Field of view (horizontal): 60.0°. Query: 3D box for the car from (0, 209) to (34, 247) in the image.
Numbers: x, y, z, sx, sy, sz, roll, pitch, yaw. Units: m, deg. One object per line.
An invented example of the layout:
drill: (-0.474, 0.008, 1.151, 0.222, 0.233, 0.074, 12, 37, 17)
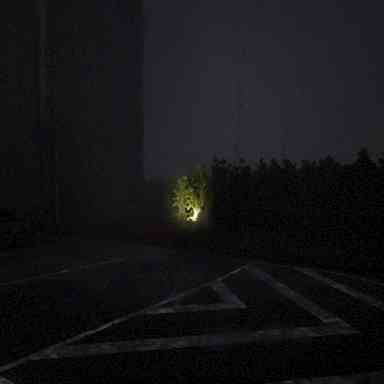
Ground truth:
car: (-8.487, 1.483, 13.030, 1.851, 1.617, 3.988, 0, 0, 35)

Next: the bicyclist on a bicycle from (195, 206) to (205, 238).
bicyclist on a bicycle: (0.610, 1.515, 16.063, 1.656, 1.620, 0.582, 5, 4, 44)
